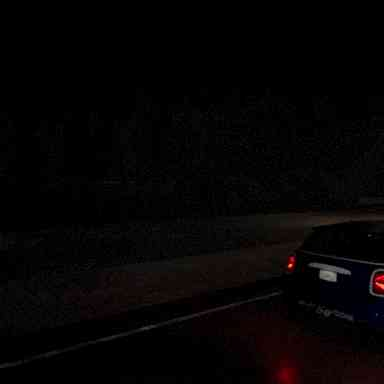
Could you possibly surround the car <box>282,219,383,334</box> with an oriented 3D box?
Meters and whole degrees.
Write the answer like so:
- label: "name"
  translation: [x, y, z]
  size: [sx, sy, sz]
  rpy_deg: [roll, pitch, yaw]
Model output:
- label: "car"
  translation: [3.894, 1.352, 6.523]
  size: [4.553, 1.767, 2.097]
  rpy_deg: [0, 0, -35]
